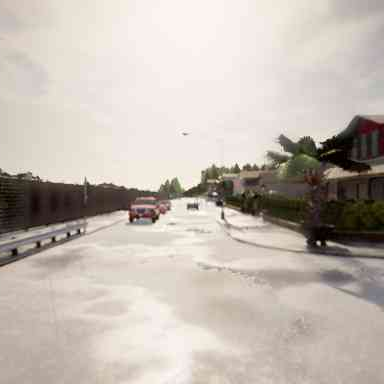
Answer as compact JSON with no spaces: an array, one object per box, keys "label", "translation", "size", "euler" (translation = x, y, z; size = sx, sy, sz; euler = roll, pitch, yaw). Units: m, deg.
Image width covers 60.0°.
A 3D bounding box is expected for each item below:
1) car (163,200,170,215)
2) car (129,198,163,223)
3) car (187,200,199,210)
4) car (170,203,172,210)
[{"label":"car","translation":[-4.074,1.748,39.117],"size":[2.097,1.767,4.553],"euler":[0,-1,0]},{"label":"car","translation":[-4.078,1.518,29.279],"size":[2.150,2.045,5.566],"euler":[0,-1,0]},{"label":"car","translation":[0.115,2.020,52.201],"size":[2.128,1.511,4.902],"euler":[0,-1,0]},{"label":"car","translation":[-4.047,2.002,49.120],"size":[1.837,1.490,4.892],"euler":[0,-1,1]}]
